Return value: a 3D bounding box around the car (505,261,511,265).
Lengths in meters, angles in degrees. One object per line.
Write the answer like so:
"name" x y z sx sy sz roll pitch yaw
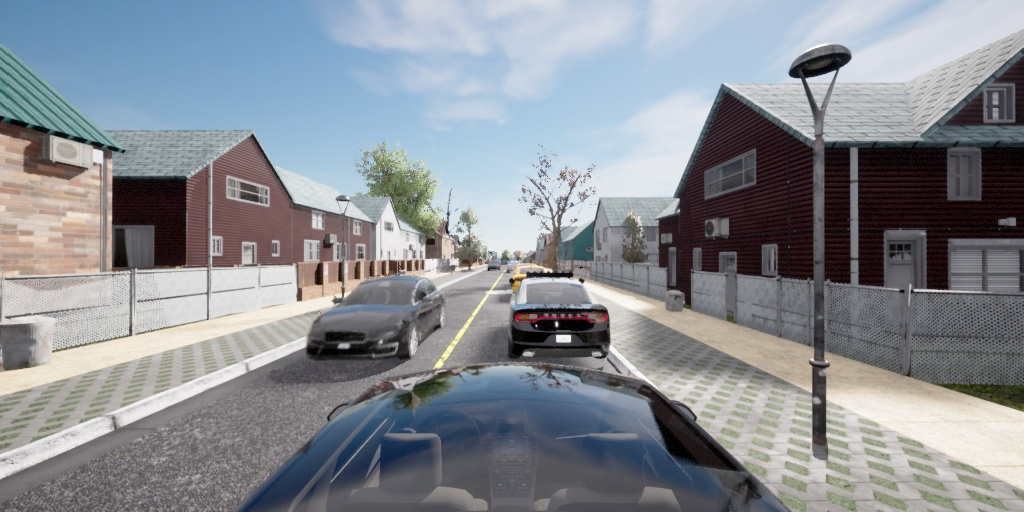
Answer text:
"car" 0.345 1.382 45.728 1.812 1.442 4.674 0 0 1

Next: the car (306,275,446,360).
"car" -2.797 1.255 8.433 1.837 1.490 4.892 0 0 0

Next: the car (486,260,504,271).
"car" -2.501 1.389 50.524 1.837 1.490 4.892 0 0 0

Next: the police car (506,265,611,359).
"police car" 0.879 1.176 8.567 1.930 1.638 5.238 0 0 0

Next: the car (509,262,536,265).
"car" 0.948 1.237 18.458 1.882 1.535 5.008 0 0 0
